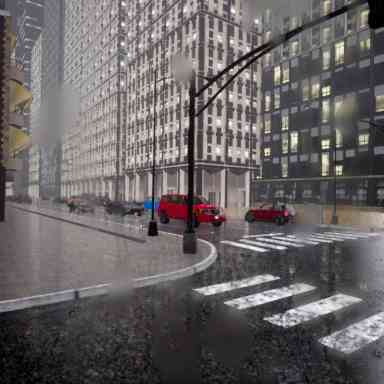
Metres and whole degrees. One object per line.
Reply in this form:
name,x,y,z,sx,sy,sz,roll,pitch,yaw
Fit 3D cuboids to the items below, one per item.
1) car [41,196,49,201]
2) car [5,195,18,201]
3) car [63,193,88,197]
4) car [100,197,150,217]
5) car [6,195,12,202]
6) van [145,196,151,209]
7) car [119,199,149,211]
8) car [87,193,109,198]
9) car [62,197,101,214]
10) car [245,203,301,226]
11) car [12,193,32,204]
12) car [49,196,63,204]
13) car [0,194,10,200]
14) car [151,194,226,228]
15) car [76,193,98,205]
car,-36.837,1.569,83.754,1.802,1.307,4.206,1,-1,-35
car,-40.396,1.377,74.298,2.008,1.369,4.403,1,-1,-35
car,-18.788,1.316,53.867,2.097,1.767,4.553,1,-1,-36
car,-6.322,1.480,30.794,2.033,1.411,5.357,1,-1,-35
car,-37.126,1.396,69.693,1.947,1.339,4.313,1,-1,-35
van,-4.126,1.381,37.703,1.690,1.788,3.998,1,-1,-35
car,-7.400,1.584,42.307,2.008,1.369,4.403,1,-1,-35
car,-14.510,1.379,53.054,2.097,1.767,4.553,1,-1,-35
car,-10.961,1.426,32.850,2.008,1.369,4.403,1,-1,-35
car,5.685,1.505,23.886,1.967,1.590,4.097,1,-1,-35
car,-30.581,1.154,60.484,2.192,1.841,5.009,1,-1,-35
car,-24.238,1.503,61.574,2.033,1.411,5.357,1,-1,-38
car,-46.842,1.364,83.372,1.752,1.417,4.829,1,-1,-35
car,-0.190,1.169,22.114,2.150,2.045,5.566,1,-1,-37
car,-18.601,1.248,58.807,2.150,2.045,5.566,1,-1,-35
